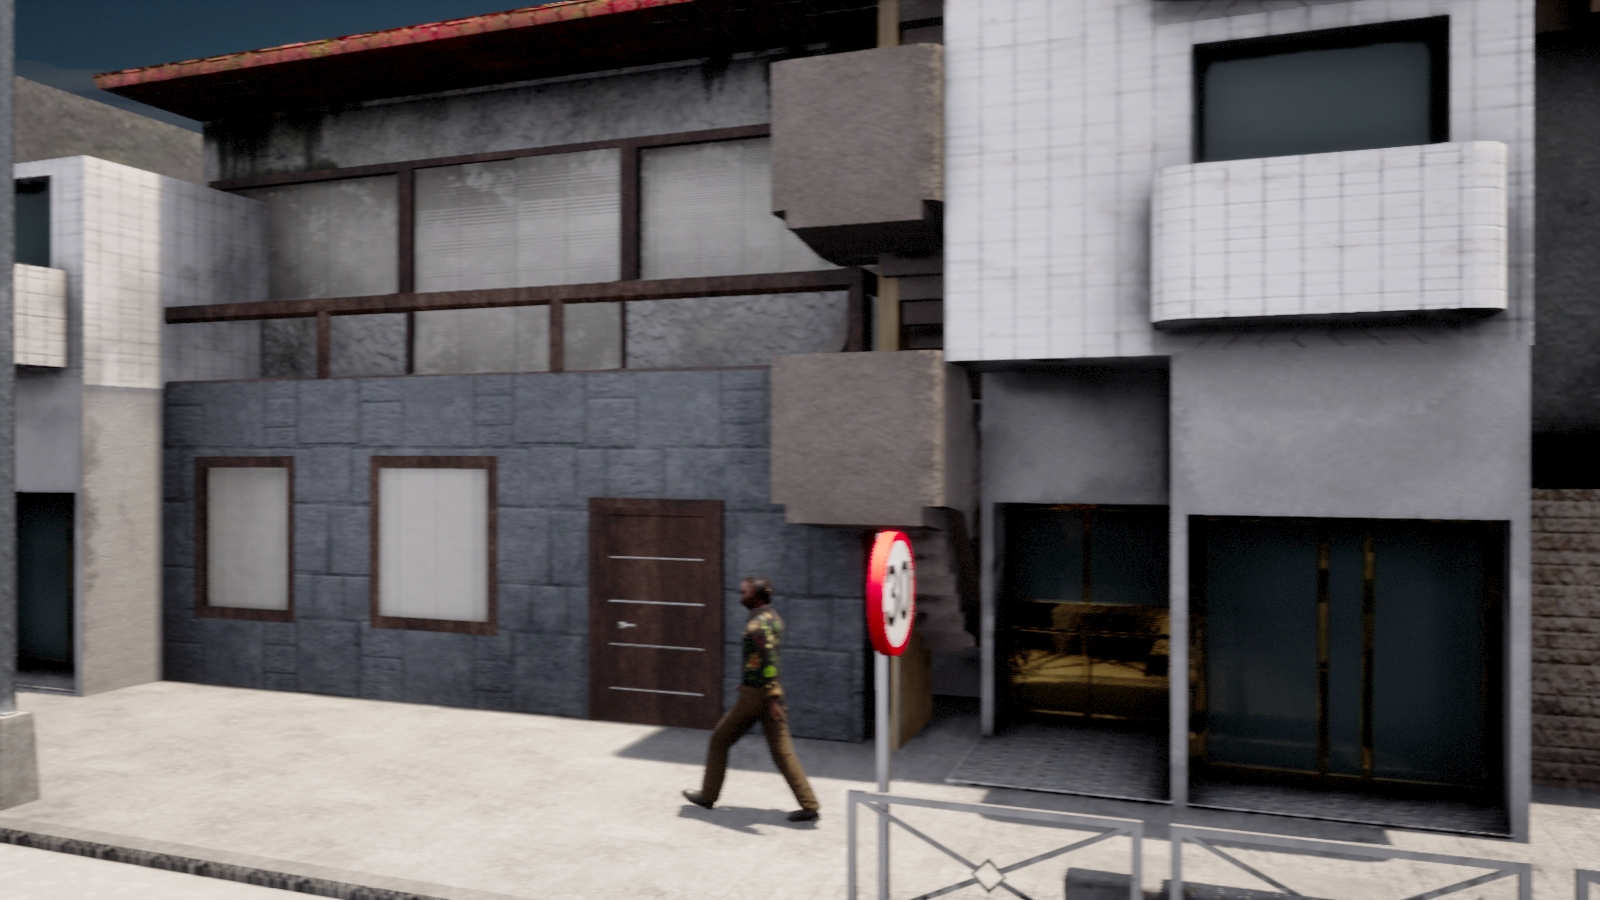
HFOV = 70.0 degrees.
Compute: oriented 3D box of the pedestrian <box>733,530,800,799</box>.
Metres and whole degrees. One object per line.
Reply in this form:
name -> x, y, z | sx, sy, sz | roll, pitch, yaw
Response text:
pedestrian -> -0.238, 1.524, 8.269 | 0.375, 1.860, 0.375 | 0, 0, 20
